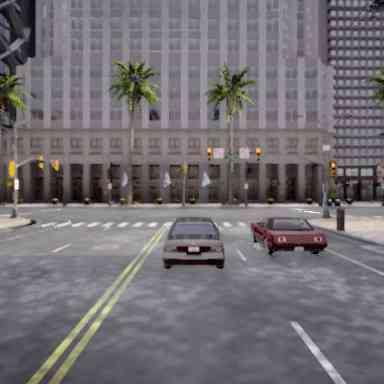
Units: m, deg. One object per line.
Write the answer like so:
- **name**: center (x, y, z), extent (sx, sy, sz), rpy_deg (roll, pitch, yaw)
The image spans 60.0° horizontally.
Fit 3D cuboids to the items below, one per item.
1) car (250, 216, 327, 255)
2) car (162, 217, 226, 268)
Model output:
- **car**: center (3.576, 1.607, 13.260), extent (1.895, 1.301, 4.718), rpy_deg (0, 0, 0)
- **car**: center (0.065, 1.552, 11.252), extent (2.033, 1.411, 5.357), rpy_deg (0, 0, 0)
